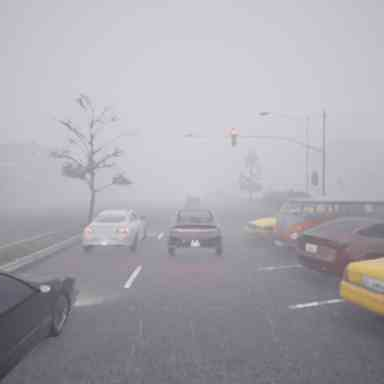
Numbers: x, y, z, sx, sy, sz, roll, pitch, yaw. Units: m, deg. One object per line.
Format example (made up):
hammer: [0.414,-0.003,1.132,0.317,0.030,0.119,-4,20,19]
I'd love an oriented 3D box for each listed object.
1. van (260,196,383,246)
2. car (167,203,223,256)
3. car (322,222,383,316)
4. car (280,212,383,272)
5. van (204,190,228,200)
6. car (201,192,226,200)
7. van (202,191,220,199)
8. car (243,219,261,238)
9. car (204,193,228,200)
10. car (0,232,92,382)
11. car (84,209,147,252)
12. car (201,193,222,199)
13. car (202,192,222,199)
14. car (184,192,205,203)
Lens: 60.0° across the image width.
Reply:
van: [4.967,1.150,11.820,4.442,1.987,1.878,1,1,-20]
car: [0.103,1.371,12.609,2.128,1.511,4.902,0,1,0]
car: [5.245,1.430,5.966,5.366,1.575,1.946,1,0,-20]
car: [5.098,1.434,8.896,4.792,1.488,2.163,1,0,-20]
van: [4.980,0.589,67.086,4.442,1.987,1.878,1,-1,-20]
car: [4.915,0.939,75.994,5.366,1.575,1.946,1,-1,-20]
van: [4.986,0.889,87.932,4.442,1.987,1.878,1,-1,-20]
car: [4.901,1.345,14.781,5.366,1.575,1.946,1,1,-20]
car: [5.082,0.900,70.106,4.674,1.452,2.002,1,-1,-20]
car: [-2.899,1.512,3.432,2.033,1.411,5.357,0,1,0]
car: [-2.902,1.401,13.141,1.812,1.442,4.674,0,1,-1]
car: [5.264,1.160,91.019,5.366,1.575,1.946,1,-1,-20]
car: [5.122,0.949,85.004,4.553,1.767,2.185,1,-1,-20]
car: [0.094,1.056,40.578,2.128,1.511,4.902,-1,2,0]
